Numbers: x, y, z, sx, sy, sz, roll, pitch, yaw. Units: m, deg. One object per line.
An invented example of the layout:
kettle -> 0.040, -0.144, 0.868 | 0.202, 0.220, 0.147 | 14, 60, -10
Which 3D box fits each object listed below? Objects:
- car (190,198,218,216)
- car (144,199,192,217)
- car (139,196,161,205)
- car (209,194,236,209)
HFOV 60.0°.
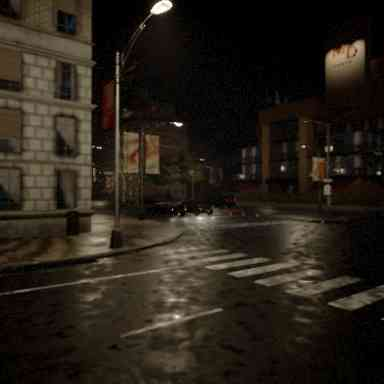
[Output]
car -> 0.235, 1.599, 34.098 | 1.812, 1.442, 4.674 | 0, 0, -36
car -> -2.413, 1.661, 31.786 | 1.895, 1.301, 4.718 | 0, 0, -36
car -> -7.309, 1.453, 57.849 | 4.553, 1.767, 2.097 | 0, 0, 39
car -> 3.999, 1.338, 48.809 | 2.150, 2.045, 5.566 | 0, 0, -36
